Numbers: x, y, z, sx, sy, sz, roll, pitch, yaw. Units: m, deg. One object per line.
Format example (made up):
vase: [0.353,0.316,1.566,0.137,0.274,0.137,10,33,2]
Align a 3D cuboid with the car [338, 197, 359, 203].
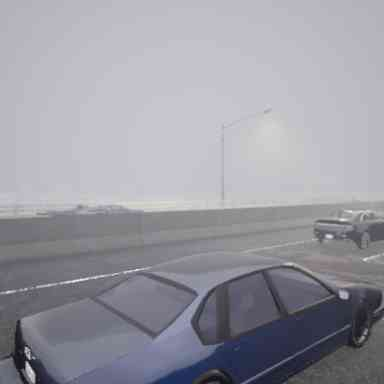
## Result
car: [24.308,1.470,51.383,4.674,1.442,1.812,0,0,-39]

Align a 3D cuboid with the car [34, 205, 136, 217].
car: [-5.654,1.594,17.638,4.718,1.301,1.895,0,0,-40]

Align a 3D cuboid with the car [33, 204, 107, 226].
car: [-8.768,1.591,24.143,4.718,1.301,1.895,0,0,-40]

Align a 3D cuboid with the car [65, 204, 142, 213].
car: [-5.795,1.538,22.057,5.357,1.411,2.033,0,0,-40]

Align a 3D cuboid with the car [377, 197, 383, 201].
car: [27.667,1.494,45.091,5.357,1.411,2.033,0,0,-39]

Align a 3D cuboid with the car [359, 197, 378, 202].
car: [26.870,1.469,48.961,4.674,1.442,1.812,0,0,-39]

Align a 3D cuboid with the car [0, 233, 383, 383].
car: [0.584,1.544,4.376,5.357,1.411,2.033,0,0,-40]

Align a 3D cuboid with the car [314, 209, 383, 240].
car: [7.142,1.479,14.319,4.902,1.511,2.128,0,0,-40]
